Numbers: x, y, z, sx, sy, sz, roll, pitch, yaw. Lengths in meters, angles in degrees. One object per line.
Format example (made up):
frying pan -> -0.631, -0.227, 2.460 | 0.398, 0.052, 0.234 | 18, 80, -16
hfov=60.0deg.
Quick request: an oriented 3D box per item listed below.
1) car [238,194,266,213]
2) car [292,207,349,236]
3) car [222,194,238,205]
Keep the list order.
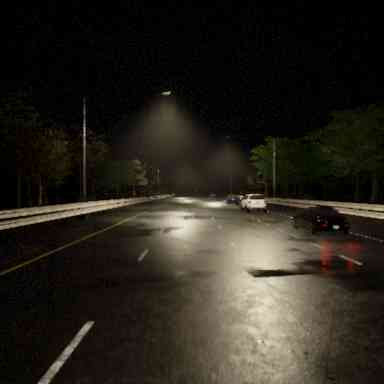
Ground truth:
car -> 7.075, 1.271, 38.461 | 2.150, 2.045, 5.566 | 0, 0, 0
car -> 7.017, 1.546, 18.467 | 1.812, 1.442, 4.674 | 0, 0, 0
car -> 7.172, 1.400, 60.220 | 2.097, 1.767, 4.553 | 0, 0, 0
